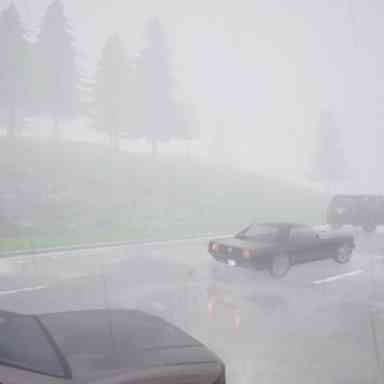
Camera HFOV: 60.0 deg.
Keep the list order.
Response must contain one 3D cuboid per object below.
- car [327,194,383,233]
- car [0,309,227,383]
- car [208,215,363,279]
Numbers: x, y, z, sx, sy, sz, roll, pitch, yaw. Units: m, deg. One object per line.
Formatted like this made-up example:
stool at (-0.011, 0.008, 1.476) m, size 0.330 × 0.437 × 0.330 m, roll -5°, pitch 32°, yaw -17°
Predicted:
car at (10.097, 1.144, 19.202) m, size 5.566 × 2.045 × 2.150 m, roll 0°, pitch 0°, yaw -34°
car at (-2.228, 1.545, 2.156) m, size 5.357 × 1.411 × 2.033 m, roll 0°, pitch 0°, yaw -35°
car at (2.875, 1.565, 9.998) m, size 4.718 × 1.301 × 1.895 m, roll 0°, pitch 0°, yaw -35°
